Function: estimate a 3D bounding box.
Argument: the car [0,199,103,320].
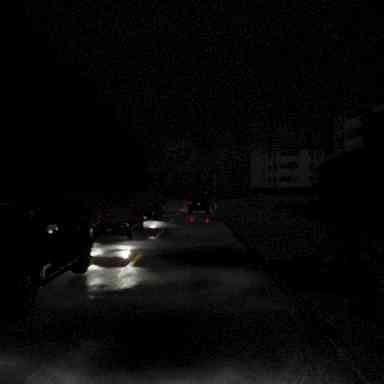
[{"bbox_3d":[-3.990,1.218,7.677,2.150,2.045,5.566,0,0,1],"label":"car"}]

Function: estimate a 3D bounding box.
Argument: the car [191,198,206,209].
[{"bbox_3d":[0.923,1.633,47.214,2.033,1.411,5.357,0,0,1],"label":"car"}]

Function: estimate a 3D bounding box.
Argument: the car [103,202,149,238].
[{"bbox_3d":[-3.798,1.493,17.953,1.882,1.535,5.008,0,0,1],"label":"car"}]

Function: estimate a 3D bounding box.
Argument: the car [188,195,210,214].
[{"bbox_3d":[0.715,1.288,35.762,2.150,2.045,5.566,0,0,1],"label":"car"}]

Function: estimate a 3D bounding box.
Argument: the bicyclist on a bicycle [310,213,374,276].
[{"bbox_3d":[3.880,1.375,8.623,1.656,1.620,0.582,0,0,1],"label":"bicyclist on a bicycle"}]

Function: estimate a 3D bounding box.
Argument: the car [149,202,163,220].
[{"bbox_3d":[-3.591,1.582,28.542,2.033,1.411,5.357,0,0,1],"label":"car"}]
